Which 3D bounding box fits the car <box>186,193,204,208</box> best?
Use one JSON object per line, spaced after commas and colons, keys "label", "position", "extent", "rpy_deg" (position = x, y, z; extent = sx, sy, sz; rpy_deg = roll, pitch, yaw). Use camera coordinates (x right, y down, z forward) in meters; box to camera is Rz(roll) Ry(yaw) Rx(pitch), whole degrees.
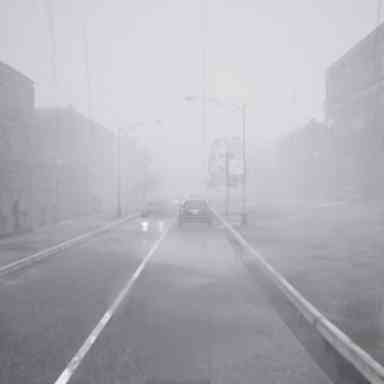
{"label": "car", "position": [0.397, 1.083, 42.462], "extent": [2.097, 1.767, 4.553], "rpy_deg": [0, 0, 1]}

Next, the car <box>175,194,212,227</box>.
{"label": "car", "position": [0.219, 1.240, 22.210], "extent": [2.097, 1.767, 4.553], "rpy_deg": [0, 0, 0]}

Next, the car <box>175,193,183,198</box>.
{"label": "car", "position": [-2.444, 1.011, 69.202], "extent": [1.837, 1.490, 4.892], "rpy_deg": [0, 0, 1]}

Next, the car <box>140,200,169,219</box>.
{"label": "car", "position": [-2.951, 1.396, 27.402], "extent": [2.033, 1.411, 5.357], "rpy_deg": [0, 0, 1]}
